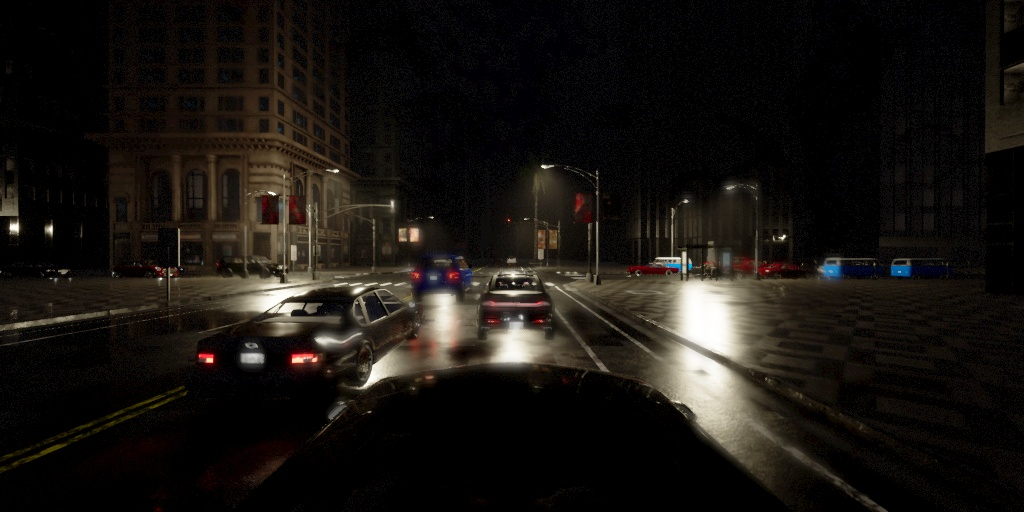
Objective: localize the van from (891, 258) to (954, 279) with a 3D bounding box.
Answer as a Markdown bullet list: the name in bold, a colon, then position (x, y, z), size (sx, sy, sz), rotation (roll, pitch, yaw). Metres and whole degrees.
- **van**: position (34.087, 1.079, 29.825), size (3.998, 1.789, 1.690), rotation (0, 0, 0)

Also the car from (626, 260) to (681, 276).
- **car**: position (13.875, 1.335, 35.667), size (4.718, 1.301, 1.895), rotation (0, 0, 2)

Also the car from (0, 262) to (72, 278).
- **car**: position (-43.163, 1.289, 32.581), size (4.902, 1.511, 2.128), rotation (0, 0, 0)

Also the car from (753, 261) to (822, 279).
- **car**: position (22.732, 1.326, 29.814), size (4.207, 1.307, 1.802), rotation (0, 0, 0)

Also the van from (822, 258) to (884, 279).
- **van**: position (28.410, 1.082, 29.819), size (3.998, 1.789, 1.690), rotation (0, 0, 0)

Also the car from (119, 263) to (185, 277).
- **car**: position (-35.766, 1.380, 35.732), size (4.718, 1.301, 1.895), rotation (0, 0, 0)

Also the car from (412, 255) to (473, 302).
- **car**: position (-3.160, 0.972, 17.120), size (2.150, 2.045, 5.566), rotation (0, 0, 0)

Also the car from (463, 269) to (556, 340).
- **car**: position (0.087, 1.240, 9.949), size (2.128, 1.511, 4.902), rotation (0, 0, 0)

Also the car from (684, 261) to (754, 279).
- **car**: position (17.054, 1.299, 29.809), size (4.403, 1.370, 2.007), rotation (0, 0, 0)

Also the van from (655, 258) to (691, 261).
- **van**: position (17.045, 1.065, 38.334), size (3.998, 1.789, 1.690), rotation (0, 0, 0)

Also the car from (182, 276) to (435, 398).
- **car**: position (-3.150, 1.297, 6.879), size (2.033, 1.411, 5.357), rotation (0, 0, 0)

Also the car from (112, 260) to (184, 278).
- **car**: position (-33.180, 1.138, 32.533), size (4.553, 1.767, 2.097), rotation (0, 0, 0)

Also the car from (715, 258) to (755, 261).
- **car**: position (23.317, 1.205, 35.674), size (5.008, 1.535, 1.882), rotation (0, 0, 0)

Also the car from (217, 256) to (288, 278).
- **car**: position (-23.461, 0.996, 32.485), size (5.566, 2.045, 2.150), rotation (0, 0, 0)
